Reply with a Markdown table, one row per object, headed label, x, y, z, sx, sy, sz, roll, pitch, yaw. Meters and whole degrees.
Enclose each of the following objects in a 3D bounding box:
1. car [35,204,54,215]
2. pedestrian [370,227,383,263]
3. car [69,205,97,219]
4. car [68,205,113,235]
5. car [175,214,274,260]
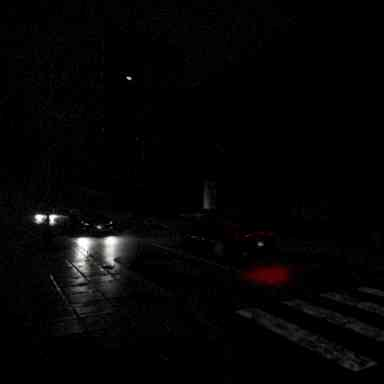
| label | x | y | z | sx | sy | sz | roll | pitch | yaw |
| --- | --- | --- | --- | --- | --- | --- | --- | --- | --- |
| car | -18.340 | 2.099 | 41.329 | 1.895 | 1.301 | 4.718 | 1 | -2 | -30 |
| pedestrian | 5.929 | 1.689 | 10.636 | 0.500 | 1.100 | 0.500 | 1 | 0 | -30 |
| car | -11.726 | 2.045 | 35.547 | 1.895 | 1.301 | 4.718 | 1 | -2 | -30 |
| car | -6.178 | 1.675 | 19.964 | 1.837 | 1.490 | 4.892 | 1 | -1 | -30 |
| car | 1.064 | 1.620 | 13.270 | 1.882 | 1.535 | 5.008 | 1 | -1 | -30 |
